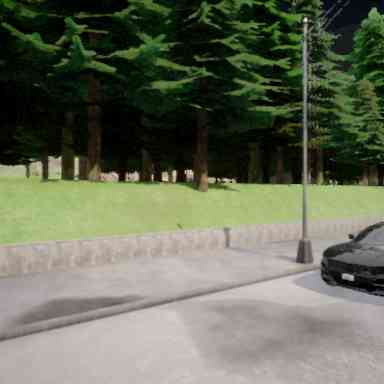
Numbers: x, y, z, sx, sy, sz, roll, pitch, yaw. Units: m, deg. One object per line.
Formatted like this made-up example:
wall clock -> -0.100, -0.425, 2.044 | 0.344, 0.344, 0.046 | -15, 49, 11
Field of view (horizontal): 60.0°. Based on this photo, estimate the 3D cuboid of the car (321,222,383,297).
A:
car -> 5.249, 1.482, 8.281 | 5.008, 1.535, 1.882 | 0, 0, -35
